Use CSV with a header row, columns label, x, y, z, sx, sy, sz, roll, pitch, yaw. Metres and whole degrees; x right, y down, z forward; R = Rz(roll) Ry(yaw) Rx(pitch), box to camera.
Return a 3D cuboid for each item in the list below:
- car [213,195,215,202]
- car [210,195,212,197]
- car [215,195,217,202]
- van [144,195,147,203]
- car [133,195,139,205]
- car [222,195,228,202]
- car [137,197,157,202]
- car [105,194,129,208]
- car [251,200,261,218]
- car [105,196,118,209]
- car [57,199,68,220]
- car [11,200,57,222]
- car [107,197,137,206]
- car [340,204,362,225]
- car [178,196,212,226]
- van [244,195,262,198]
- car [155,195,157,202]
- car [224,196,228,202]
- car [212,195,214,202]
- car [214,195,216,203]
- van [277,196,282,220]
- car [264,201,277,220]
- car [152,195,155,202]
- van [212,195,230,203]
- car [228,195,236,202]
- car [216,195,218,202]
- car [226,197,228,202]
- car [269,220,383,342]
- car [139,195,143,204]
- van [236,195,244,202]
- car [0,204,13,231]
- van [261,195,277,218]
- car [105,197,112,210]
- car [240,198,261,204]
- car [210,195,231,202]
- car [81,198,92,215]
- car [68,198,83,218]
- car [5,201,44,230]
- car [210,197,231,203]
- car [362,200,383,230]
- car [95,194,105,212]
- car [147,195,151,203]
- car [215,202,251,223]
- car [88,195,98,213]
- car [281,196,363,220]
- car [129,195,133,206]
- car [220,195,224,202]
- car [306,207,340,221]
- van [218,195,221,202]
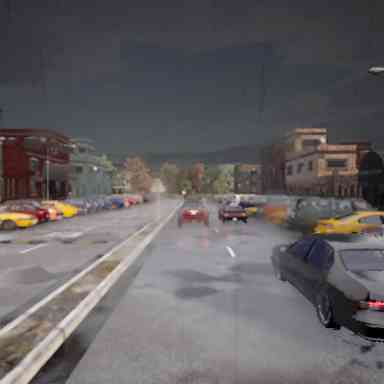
label,x,y,z,sx,sy,sz,roll,pitch,yaw
car,7.647,1.835,71.616,4.892,1.521,2.231,0,-1,0
car,7.660,1.943,82.644,5.008,1.535,2.097,0,-1,0
car,7.646,1.787,66.102,4.892,1.521,2.231,0,0,0
van,-12.413,1.585,70.523,4.442,1.987,1.878,0,-1,0
car,-12.514,1.442,56.628,5.566,2.045,2.435,0,0,0
car,7.643,1.685,52.318,4.892,1.521,2.231,0,0,0
car,-12.503,2.053,92.629,5.008,1.535,2.097,0,-1,0
car,-12.522,1.385,48.294,5.566,2.045,2.435,0,0,0
car,7.643,1.610,27.503,4.674,1.452,2.002,0,0,0
car,-12.550,1.605,42.734,4.892,1.521,2.231,0,0,0
car,-12.603,1.408,26.060,4.553,1.767,2.185,0,0,0
car,-12.569,1.524,23.281,5.008,1.535,2.097,0,0,0
car,-12.534,1.716,59.407,4.892,1.521,2.231,0,0,0
car,7.673,1.398,10.834,4.553,1.767,2.185,0,0,0
car,0.106,1.431,24.140,2.097,1.767,4.553,0,0,0
van,7.763,1.362,33.020,4.442,1.987,1.878,0,0,0
car,-12.542,1.739,87.200,5.566,2.045,2.435,0,-1,0
car,7.678,1.697,49.560,4.792,1.488,2.163,0,0,0
car,7.685,1.761,77.132,4.553,1.767,2.185,0,-1,0
car,7.646,1.810,68.859,4.892,1.521,2.231,0,-1,0
van,7.528,1.322,19.232,4.442,1.987,1.878,0,0,0
car,7.650,1.555,21.989,5.008,1.535,2.097,0,0,0
car,-12.490,1.674,81.515,5.566,2.045,2.435,0,-1,0
van,7.539,1.747,85.404,4.442,1.987,1.878,0,-1,0
car,7.676,1.371,41.291,5.566,2.045,2.435,0,0,0
car,7.645,1.764,63.346,4.892,1.521,2.231,0,0,0
car,7.651,1.691,46.804,4.674,1.452,2.002,0,0,0
car,3.106,1.576,6.921,2.033,1.411,5.357,0,0,0
car,-12.532,1.800,64.839,4.674,1.452,2.002,0,-1,0
van,7.764,1.385,38.533,4.442,1.987,1.878,0,0,0
car,-12.582,1.547,17.722,4.674,1.452,2.002,0,0,0
van,7.762,1.336,24.747,4.442,1.987,1.878,0,0,0
car,-12.556,1.629,39.955,4.674,1.452,2.002,0,0,0
car,7.461,1.576,30.261,5.366,1.575,1.946,0,0,0
car,7.685,1.782,90.919,5.566,2.045,2.435,0,-1,0
car,-12.573,1.554,31.618,4.892,1.521,2.231,0,0,0
car,-12.565,1.543,28.841,5.008,1.535,2.097,0,0,0
car,-12.392,1.513,20.501,5.366,1.575,1.946,0,0,0
car,7.471,2.000,88.159,5.366,1.575,1.946,0,-1,0
car,7.670,1.264,8.199,5.566,2.045,2.435,0,0,0
car,-12.530,1.451,37.176,4.553,1.767,2.185,0,0,0
car,-12.555,1.588,73.304,5.566,2.045,2.435,0,-1,0
car,3.099,1.686,26.293,1.895,1.301,4.718,0,0,0
car,-12.533,1.438,34.396,4.553,1.767,2.185,0,0,0
car,7.672,1.289,16.474,5.566,2.045,2.435,0,0,0
car,-12.363,1.651,51.070,5.366,1.575,1.946,0,0,0
car,7.835,1.700,55.074,5.366,1.575,1.946,0,0,0
car,7.638,1.532,13.590,5.008,1.535,2.097,0,0,0
van,7.534,1.515,60.467,4.442,1.987,1.878,0,0,0
